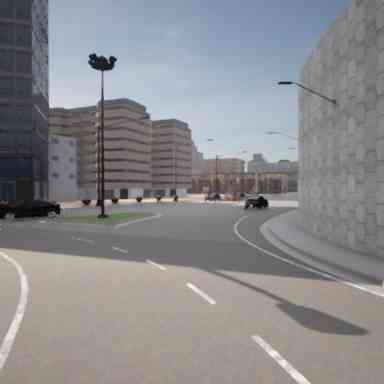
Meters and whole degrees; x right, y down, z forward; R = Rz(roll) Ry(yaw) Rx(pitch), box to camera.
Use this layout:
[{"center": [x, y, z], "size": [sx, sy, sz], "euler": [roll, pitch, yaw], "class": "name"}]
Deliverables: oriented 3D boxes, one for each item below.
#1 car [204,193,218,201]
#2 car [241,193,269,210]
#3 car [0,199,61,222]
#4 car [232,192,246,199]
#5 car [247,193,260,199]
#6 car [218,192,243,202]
[{"center": [3.959, 0.999, 63.174], "size": [1.837, 1.490, 4.892], "euler": [0, 1, 27], "class": "car"}, {"center": [7.450, 1.185, 38.052], "size": [1.837, 1.490, 4.892], "euler": [0, 0, 25], "class": "car"}, {"center": [-12.598, 1.316, 25.437], "size": [1.882, 1.535, 5.008], "euler": [0, 1, 40], "class": "car"}, {"center": [10.872, 0.855, 77.163], "size": [1.837, 1.490, 4.892], "euler": [0, 0, 26], "class": "car"}, {"center": [14.020, 0.910, 75.634], "size": [1.994, 1.385, 4.181], "euler": [0, 0, 26], "class": "car"}, {"center": [7.220, 0.847, 61.890], "size": [2.097, 1.767, 4.553], "euler": [0, 0, 27], "class": "car"}]
